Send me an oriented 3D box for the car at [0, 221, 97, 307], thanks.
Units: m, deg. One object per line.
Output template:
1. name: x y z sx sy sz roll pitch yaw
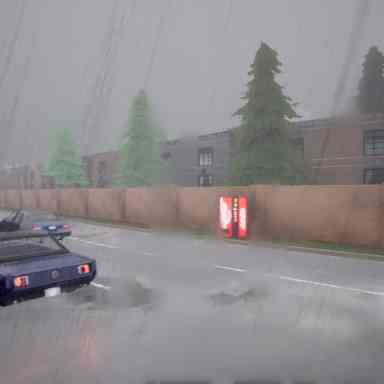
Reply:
1. car: -4.305 1.601 7.737 4.718 1.301 1.895 0 0 41

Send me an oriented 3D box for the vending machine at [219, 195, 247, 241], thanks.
1. vending machine: 1.988 1.195 16.009 0.880 2.100 1.100 0 0 42

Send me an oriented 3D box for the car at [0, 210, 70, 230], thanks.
1. car: -7.604 1.547 15.643 5.357 1.411 2.033 0 0 45
